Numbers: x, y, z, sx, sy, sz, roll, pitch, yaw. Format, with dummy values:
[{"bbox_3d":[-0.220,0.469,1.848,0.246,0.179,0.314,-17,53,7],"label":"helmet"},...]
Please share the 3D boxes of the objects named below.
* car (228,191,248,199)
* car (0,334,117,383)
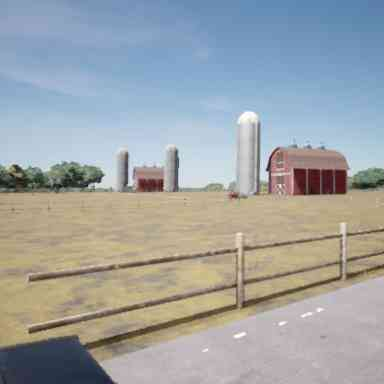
[{"bbox_3d":[9.726,0.625,70.179,2.097,1.767,4.553,1,0,-35],"label":"car"},{"bbox_3d":[-2.524,1.601,1.271,4.718,1.301,1.895,0,0,-35],"label":"car"}]
